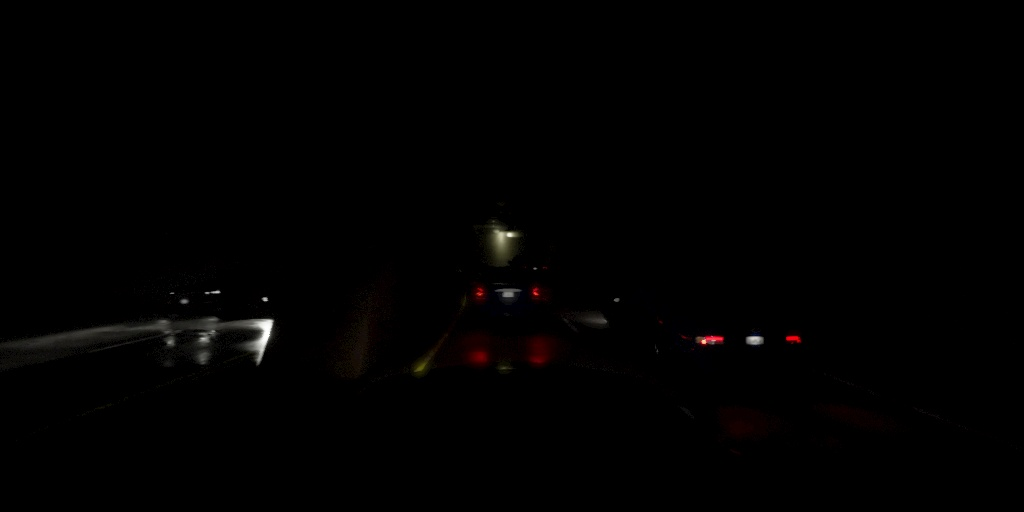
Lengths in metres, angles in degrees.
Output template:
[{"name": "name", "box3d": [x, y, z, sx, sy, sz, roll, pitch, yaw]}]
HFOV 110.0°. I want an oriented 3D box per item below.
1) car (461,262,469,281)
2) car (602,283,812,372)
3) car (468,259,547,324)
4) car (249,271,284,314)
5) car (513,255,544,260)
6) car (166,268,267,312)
[{"name": "car", "box3d": [-3.100, 1.230, 30.075, 1.882, 1.535, 5.008, 0, 0, -14]}, {"name": "car", "box3d": [3.532, 1.298, 7.814, 2.033, 1.411, 5.357, 0, 0, -1]}, {"name": "car", "box3d": [-0.215, 1.103, 12.185, 2.097, 1.767, 4.553, 0, 0, -3]}, {"name": "car", "box3d": [-7.533, 1.299, 14.184, 2.033, 1.411, 5.357, 0, 0, -5]}, {"name": "car", "box3d": [1.044, 0.973, 27.983, 2.150, 2.045, 5.566, 0, 0, -13]}, {"name": "car", "box3d": [-11.116, 1.243, 14.349, 2.128, 1.511, 4.902, 0, 0, -6]}]
